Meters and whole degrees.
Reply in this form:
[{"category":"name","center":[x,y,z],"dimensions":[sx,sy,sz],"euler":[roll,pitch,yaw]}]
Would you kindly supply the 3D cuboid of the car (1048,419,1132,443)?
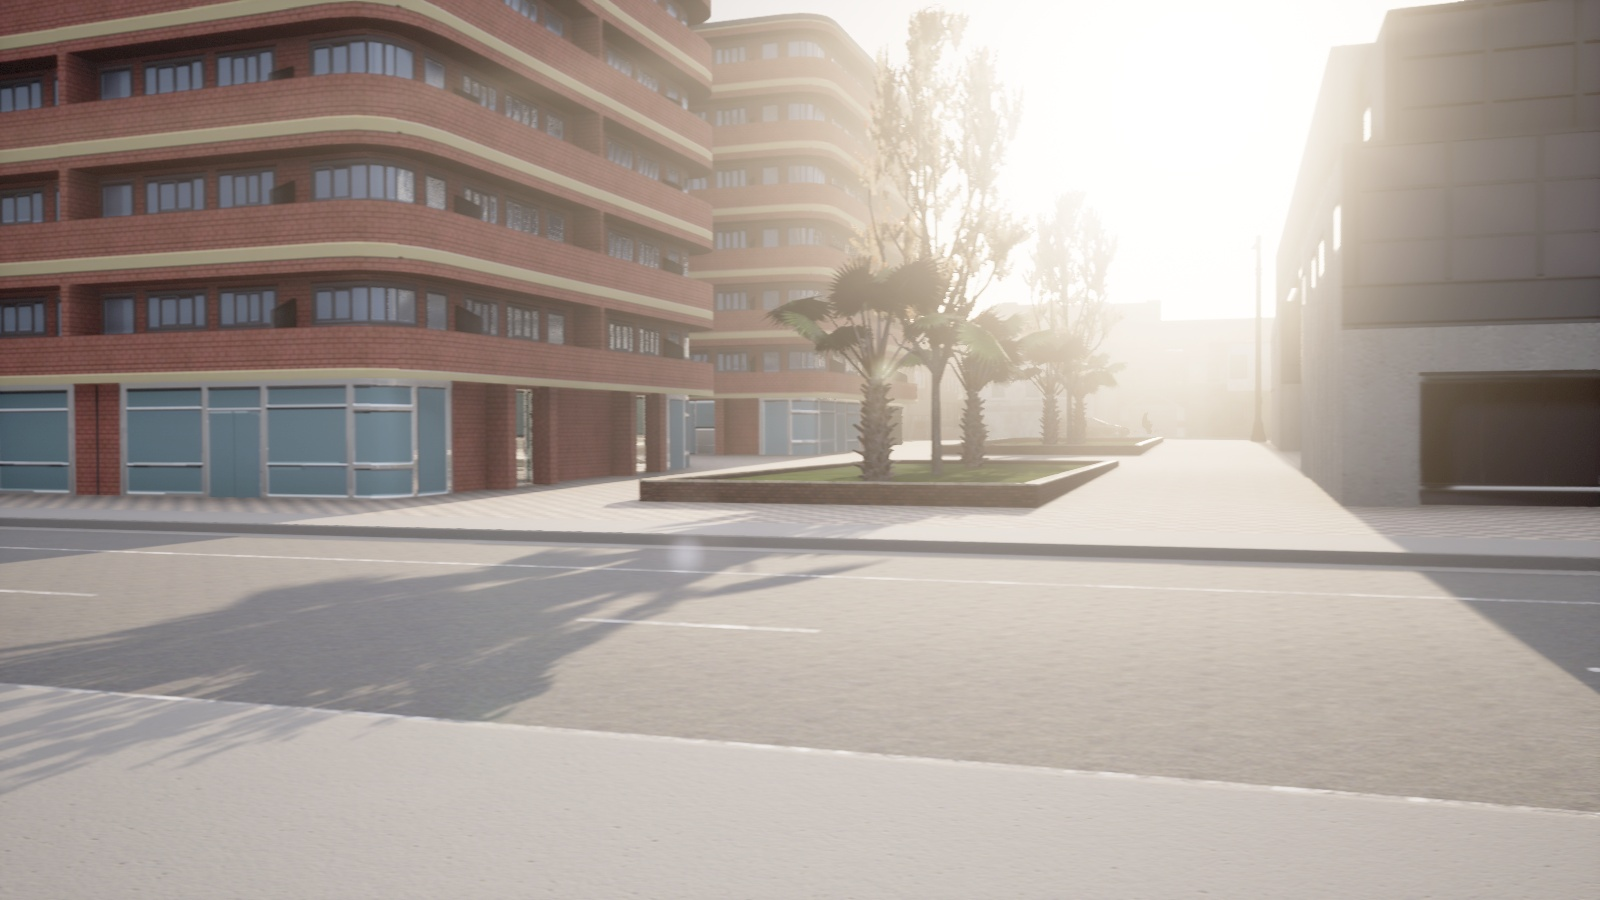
[{"category":"car","center":[17.818,-1.169,77.118],"dimensions":[4.792,1.488,2.163],"euler":[0,1,19]}]
